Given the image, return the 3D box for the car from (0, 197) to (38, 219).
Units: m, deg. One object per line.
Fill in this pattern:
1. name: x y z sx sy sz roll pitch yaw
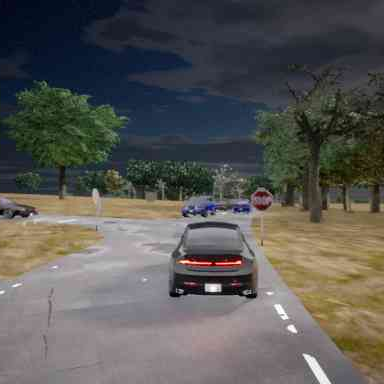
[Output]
1. car: -13.378 1.009 22.651 5.357 1.411 2.033 2 -1 8

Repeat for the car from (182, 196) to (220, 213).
1. car: 0.772 1.424 32.776 2.150 2.045 5.566 0 -1 18

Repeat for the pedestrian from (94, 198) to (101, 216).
1. pedestrian: -8.095 1.099 28.436 0.375 1.860 0.375 0 -4 7

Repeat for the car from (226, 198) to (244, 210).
1. car: 7.085 1.902 54.361 2.097 1.767 4.553 0 -1 16

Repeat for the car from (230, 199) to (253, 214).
1. car: 6.295 1.790 40.365 1.882 1.535 5.008 0 -1 16

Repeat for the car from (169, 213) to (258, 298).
1. car: 0.529 1.511 8.513 1.837 1.490 4.892 0 0 3

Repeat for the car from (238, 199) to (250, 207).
1. car: 10.444 2.253 66.678 1.882 1.535 5.008 0 -1 15

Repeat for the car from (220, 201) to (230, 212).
1. car: 4.089 1.932 44.301 2.033 1.411 5.357 0 -1 17
